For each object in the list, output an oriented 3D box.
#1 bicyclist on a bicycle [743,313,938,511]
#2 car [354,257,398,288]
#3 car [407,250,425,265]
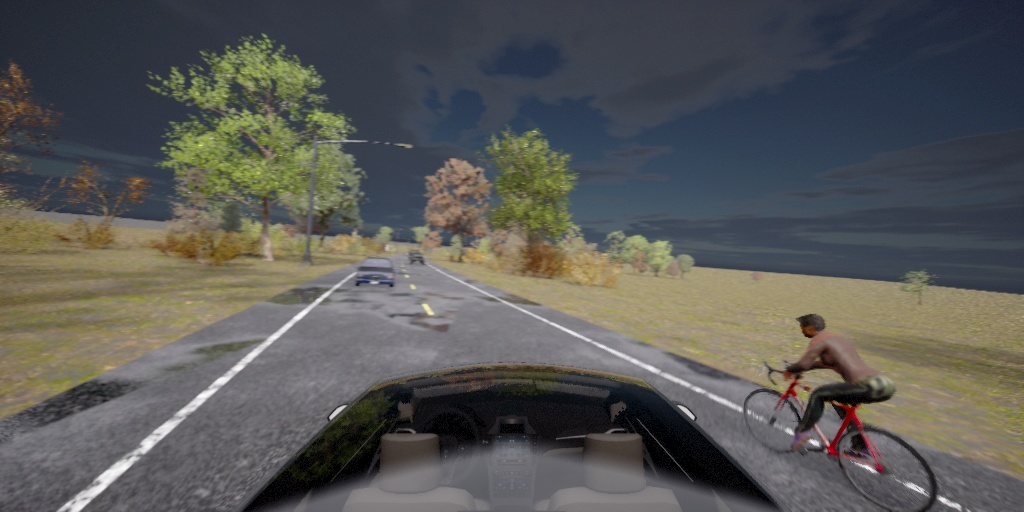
[{"bbox_3d":[3.168,1.431,3.650,0.582,1.620,1.656,4,0,-20],"label":"bicyclist on a bicycle"},{"bbox_3d":[-7.167,0.786,19.043,2.033,1.411,5.357,4,0,-19],"label":"car"},{"bbox_3d":[-12.970,0.407,49.124,1.837,1.490,4.892,4,0,-17],"label":"car"}]
